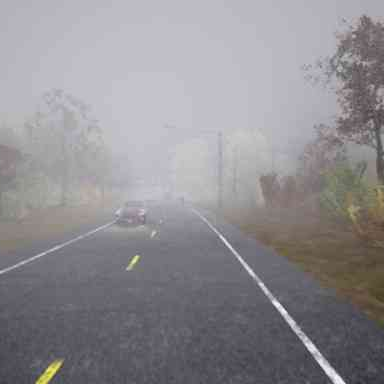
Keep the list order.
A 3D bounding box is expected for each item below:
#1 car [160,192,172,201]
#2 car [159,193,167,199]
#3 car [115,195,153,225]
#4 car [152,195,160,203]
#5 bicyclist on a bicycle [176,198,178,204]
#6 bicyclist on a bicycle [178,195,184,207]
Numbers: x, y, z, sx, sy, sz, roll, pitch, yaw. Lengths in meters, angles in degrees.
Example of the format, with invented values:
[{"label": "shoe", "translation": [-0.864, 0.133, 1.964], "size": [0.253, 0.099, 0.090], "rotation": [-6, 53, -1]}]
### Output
[{"label": "car", "translation": [-5.811, 1.067, 77.459], "size": [2.150, 2.045, 5.566], "rotation": [0, 0, -9]}, {"label": "car", "translation": [-8.103, 1.082, 91.938], "size": [1.882, 1.535, 5.008], "rotation": [0, 0, -11]}, {"label": "car", "translation": [-4.231, 1.344, 24.235], "size": [2.097, 1.767, 4.553], "rotation": [0, 0, -3]}, {"label": "car", "translation": [-7.728, 1.368, 65.629], "size": [1.882, 1.535, 5.008], "rotation": [0, 0, -7]}, {"label": "bicyclist on a bicycle", "translation": [-2.411, 1.348, 58.721], "size": [0.866, 1.612, 1.509], "rotation": [0, 0, -7]}, {"label": "bicyclist on a bicycle", "translation": [-1.371, 1.394, 48.758], "size": [0.582, 1.620, 1.656], "rotation": [0, 0, -5]}]
